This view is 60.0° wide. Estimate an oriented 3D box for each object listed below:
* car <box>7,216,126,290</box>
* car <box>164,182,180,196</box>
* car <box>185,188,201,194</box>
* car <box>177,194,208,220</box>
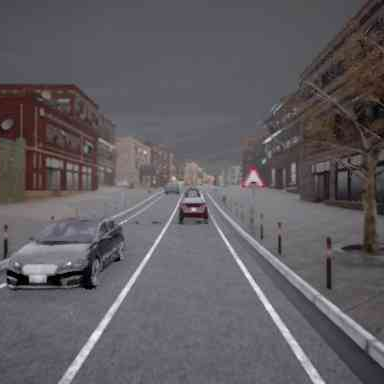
[{"bbox_3d":[-3.103,1.469,9.158,2.128,1.511,4.902,0,0,0],"label":"car"},{"bbox_3d":[-3.043,-0.585,52.082,2.150,2.045,5.566,0,3,1],"label":"car"},{"bbox_3d":[0.083,0.274,41.498,2.033,1.649,4.856,0,4,0],"label":"car"},{"bbox_3d":[0.091,1.136,23.738,2.163,1.488,4.792,0,0,0],"label":"car"}]
